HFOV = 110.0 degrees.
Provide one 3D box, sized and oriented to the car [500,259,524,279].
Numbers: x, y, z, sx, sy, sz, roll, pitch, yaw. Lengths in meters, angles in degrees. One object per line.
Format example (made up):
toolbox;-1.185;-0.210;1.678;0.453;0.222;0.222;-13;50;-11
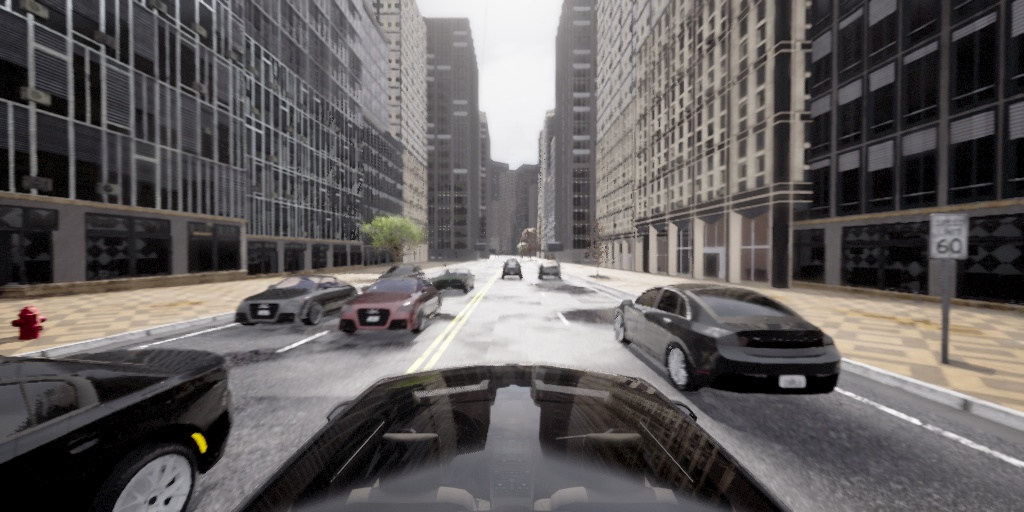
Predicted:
car;0.003;1.285;32.683;1.812;1.442;4.674;0;0;0

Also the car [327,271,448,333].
car;-3.330;1.315;10.581;1.994;1.385;4.181;0;0;0

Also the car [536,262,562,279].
car;3.269;1.253;32.006;2.128;1.511;4.902;0;0;0

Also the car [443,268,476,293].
car;-3.249;1.356;20.874;1.895;1.301;4.718;0;0;0

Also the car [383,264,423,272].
car;-6.499;1.260;21.594;1.837;1.490;4.892;0;0;0

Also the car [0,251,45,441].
car;-6.589;0.967;1.451;2.150;2.045;5.566;0;0;0

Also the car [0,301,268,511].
car;-3.339;1.224;0.981;1.882;1.535;5.008;0;0;0

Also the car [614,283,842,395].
car;3.352;1.256;6.709;1.837;1.490;4.892;0;0;0

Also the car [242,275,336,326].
car;-6.565;1.315;11.487;1.994;1.385;4.181;0;0;0
